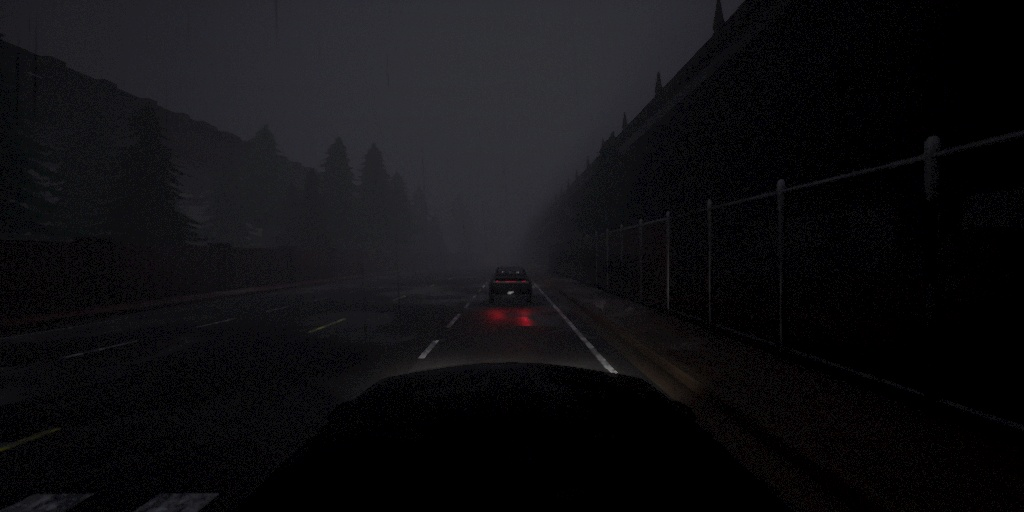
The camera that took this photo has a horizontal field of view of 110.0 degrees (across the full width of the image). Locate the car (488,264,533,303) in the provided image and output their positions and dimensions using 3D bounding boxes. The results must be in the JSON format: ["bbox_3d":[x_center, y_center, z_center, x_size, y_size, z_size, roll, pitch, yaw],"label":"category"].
[{"bbox_3d":[-0.074,1.242,16.528,2.128,1.511,4.902,0,0,0],"label":"car"}]
